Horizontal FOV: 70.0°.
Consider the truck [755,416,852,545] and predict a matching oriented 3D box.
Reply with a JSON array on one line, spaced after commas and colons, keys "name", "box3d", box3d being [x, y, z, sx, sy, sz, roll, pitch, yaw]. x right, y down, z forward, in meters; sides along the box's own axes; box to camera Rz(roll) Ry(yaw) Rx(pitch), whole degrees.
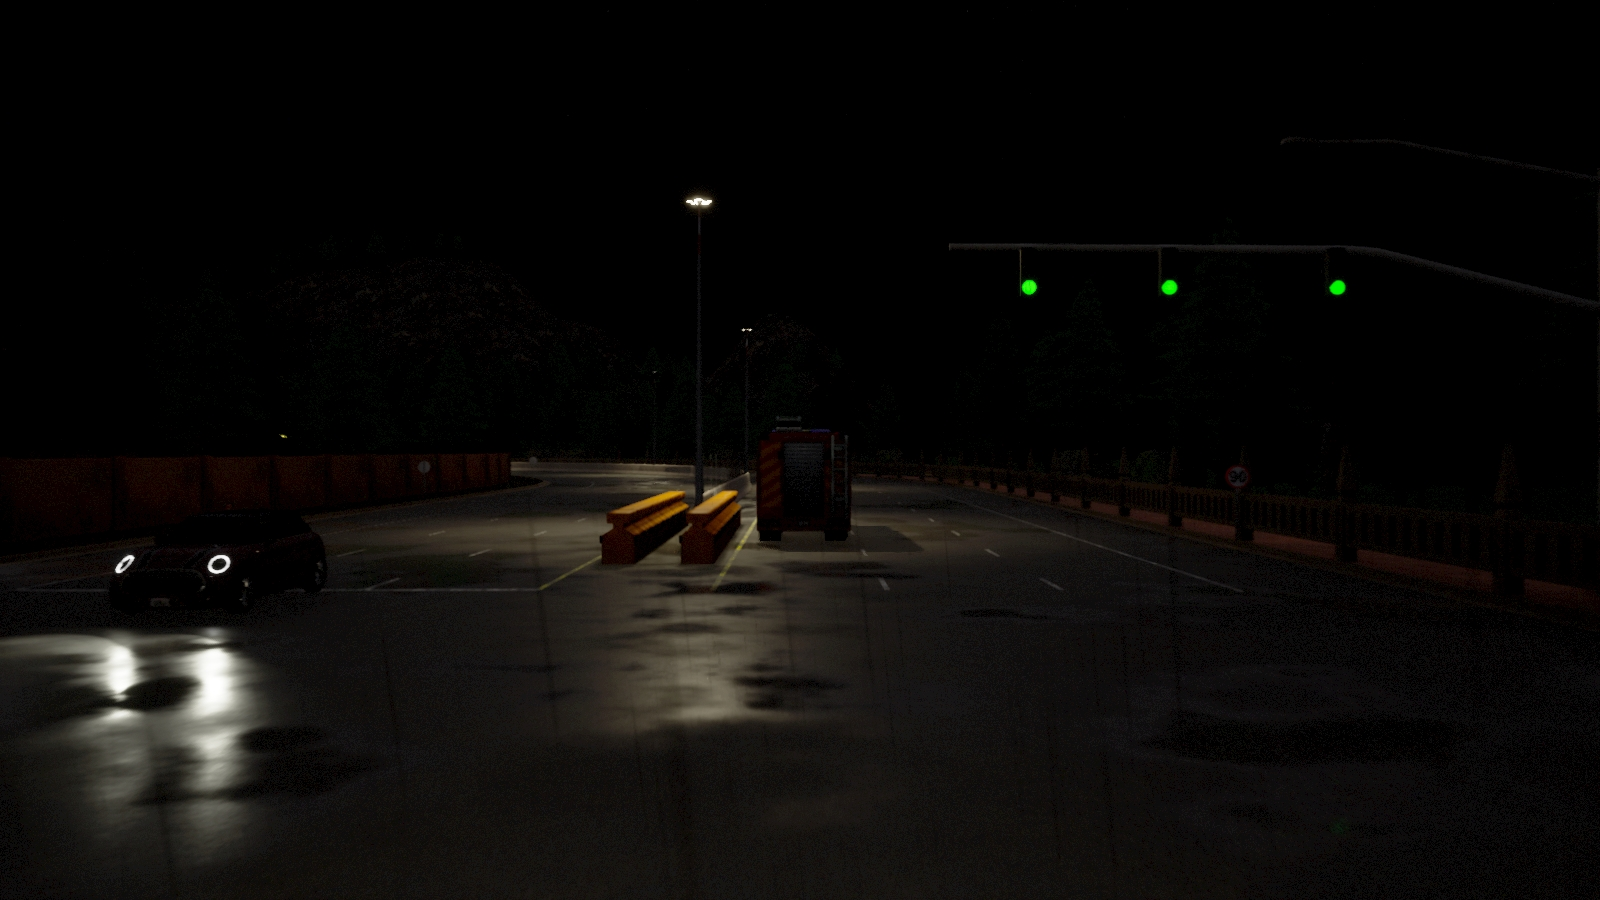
[{"name": "truck", "box3d": [0.072, 0.892, 38.178, 2.891, 3.827, 8.468, 0, 0, -1]}]

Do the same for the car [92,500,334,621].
[{"name": "car", "box3d": [-10.520, 1.907, 20.939, 2.097, 1.767, 4.553, 0, 0, 0]}]
